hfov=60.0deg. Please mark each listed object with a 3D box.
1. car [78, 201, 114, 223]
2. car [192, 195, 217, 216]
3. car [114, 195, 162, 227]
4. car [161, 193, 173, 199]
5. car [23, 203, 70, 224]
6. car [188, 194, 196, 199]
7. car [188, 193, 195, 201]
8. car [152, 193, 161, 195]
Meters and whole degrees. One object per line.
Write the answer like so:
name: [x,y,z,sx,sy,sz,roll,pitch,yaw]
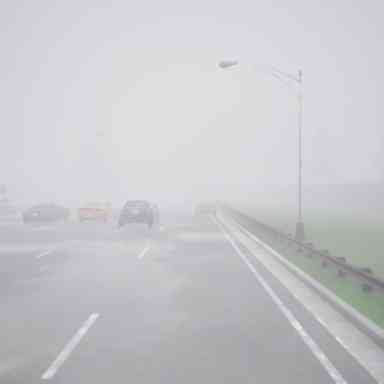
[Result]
car: [-6.909,1.378,24.777,1.882,1.535,5.008,0,0,0]
car: [1.213,1.356,30.560,1.882,1.535,5.008,0,0,0]
car: [-3.409,1.263,22.010,2.097,1.767,4.553,0,0,0]
car: [-7.035,1.071,94.520,1.882,1.535,5.008,0,0,0]
car: [-10.409,1.467,24.074,1.994,1.385,4.181,0,0,0]
car: [-0.032,1.134,86.973,1.994,1.385,4.181,0,0,0]
car: [-0.029,1.238,77.355,1.994,1.385,4.181,0,0,0]
car: [-10.535,1.136,94.518,2.128,1.511,4.902,0,0,0]
